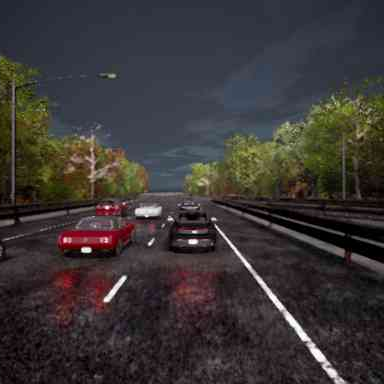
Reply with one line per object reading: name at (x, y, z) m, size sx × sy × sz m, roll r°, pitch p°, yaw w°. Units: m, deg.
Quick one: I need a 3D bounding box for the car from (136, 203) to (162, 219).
car at (-3.702, 1.626, 29.107) m, size 1.895 × 1.301 × 4.718 m, roll 0°, pitch 0°, yaw -1°

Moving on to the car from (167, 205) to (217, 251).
car at (0.016, 1.512, 14.182) m, size 1.837 × 1.490 × 4.892 m, roll 0°, pitch 0°, yaw -1°

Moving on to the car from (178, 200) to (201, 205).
car at (-0.231, 1.518, 30.545) m, size 2.128 × 1.511 × 4.902 m, roll 0°, pitch 0°, yaw -1°

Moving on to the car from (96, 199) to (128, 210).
car at (-7.231, 1.380, 30.328) m, size 2.097 × 1.767 × 4.553 m, roll 0°, pitch 0°, yaw -1°

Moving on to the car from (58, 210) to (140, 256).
car at (-3.471, 1.608, 13.091) m, size 1.895 × 1.301 × 4.718 m, roll 0°, pitch 0°, yaw -1°

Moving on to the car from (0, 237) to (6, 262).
car at (-6.940, 1.530, 8.866) m, size 1.812 × 1.442 × 4.674 m, roll 0°, pitch 0°, yaw 0°
